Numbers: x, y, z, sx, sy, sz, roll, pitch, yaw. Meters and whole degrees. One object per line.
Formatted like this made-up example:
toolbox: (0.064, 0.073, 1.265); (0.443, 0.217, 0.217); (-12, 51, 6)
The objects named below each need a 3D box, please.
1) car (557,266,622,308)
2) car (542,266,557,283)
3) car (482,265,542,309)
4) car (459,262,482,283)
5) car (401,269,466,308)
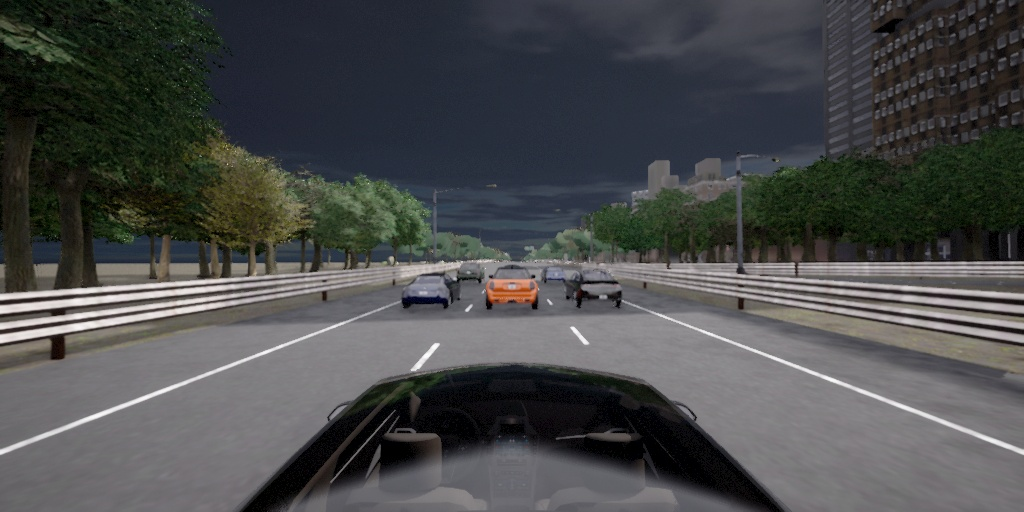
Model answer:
car: (3.508, 1.378, 16.156); (2.128, 1.511, 4.902); (0, 0, 0)
car: (3.505, 1.564, 30.848); (2.033, 1.411, 5.357); (0, 0, 0)
car: (0.005, 1.233, 15.938); (2.097, 1.767, 4.553); (0, -1, 0)
car: (-3.494, 1.368, 30.932); (2.097, 1.767, 4.553); (0, -1, 0)
car: (-3.493, 1.450, 16.158); (1.994, 1.385, 4.181); (0, 0, 0)
